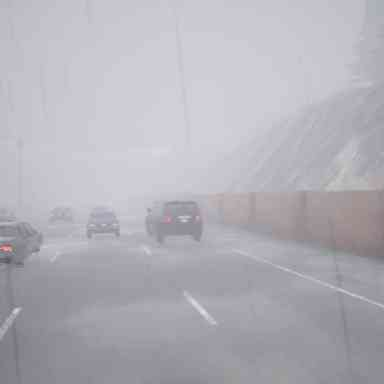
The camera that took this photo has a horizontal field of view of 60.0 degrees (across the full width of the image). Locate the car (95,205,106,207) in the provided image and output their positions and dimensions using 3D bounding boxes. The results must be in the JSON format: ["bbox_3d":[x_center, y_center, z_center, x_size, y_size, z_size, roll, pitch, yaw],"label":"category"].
[{"bbox_3d":[-9.770,2.116,35.455,1.994,1.385,4.181,-1,-1,-16],"label":"car"}]

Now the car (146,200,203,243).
[{"bbox_3d":[-1.080,1.444,17.726,2.150,2.045,5.566,-1,-1,-16],"label":"car"}]

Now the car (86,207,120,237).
[{"bbox_3d":[-5.404,1.859,20.214,2.033,1.411,5.357,-1,-1,-16],"label":"car"}]

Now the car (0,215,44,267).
[{"bbox_3d":[-6.774,1.785,12.108,2.033,1.411,5.357,-1,-1,-16],"label":"car"}]

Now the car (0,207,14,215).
[{"bbox_3d":[-13.261,1.798,22.299,2.097,1.767,4.553,-1,-1,-16],"label":"car"}]

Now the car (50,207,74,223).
[{"bbox_3d":[-12.208,2.085,31.348,2.033,1.411,5.357,-1,-1,-16],"label":"car"}]
